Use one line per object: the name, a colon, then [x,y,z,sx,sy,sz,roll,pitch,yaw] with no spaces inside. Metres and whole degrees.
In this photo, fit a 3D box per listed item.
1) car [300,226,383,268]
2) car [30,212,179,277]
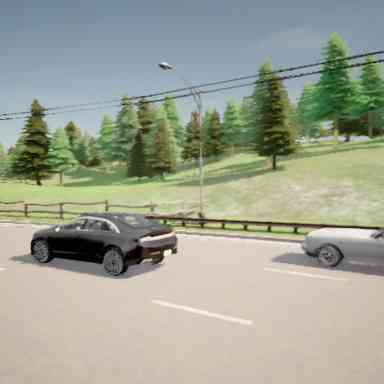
car: [5.426,1.386,8.798,4.718,1.301,1.895,0,1,34]
car: [-2.713,1.359,9.795,4.902,1.511,2.128,0,1,31]
